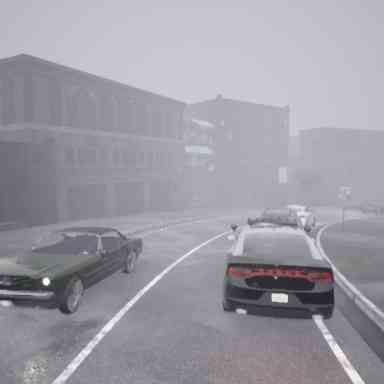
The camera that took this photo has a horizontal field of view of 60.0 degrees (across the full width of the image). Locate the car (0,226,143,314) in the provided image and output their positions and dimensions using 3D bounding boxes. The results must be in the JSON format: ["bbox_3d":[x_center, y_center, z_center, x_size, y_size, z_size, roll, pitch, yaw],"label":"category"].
[{"bbox_3d":[-2.737,1.543,7.734,1.895,1.301,4.718,1,1,10],"label":"car"}]

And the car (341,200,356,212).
[{"bbox_3d":[21.610,1.752,43.496,4.892,1.490,1.837,2,3,-31],"label":"car"}]

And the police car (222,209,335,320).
[{"bbox_3d":[1.816,1.423,7.636,1.930,1.638,5.238,1,0,10],"label":"police car"}]

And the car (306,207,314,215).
[{"bbox_3d":[6.859,1.581,21.756,1.812,1.442,4.674,2,1,29],"label":"car"}]

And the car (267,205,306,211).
[{"bbox_3d":[4.436,1.523,16.613,1.837,1.490,4.892,2,0,22],"label":"car"}]

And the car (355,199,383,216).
[{"bbox_3d":[22.137,1.943,39.581,4.902,1.511,2.128,2,3,-33],"label":"car"}]
